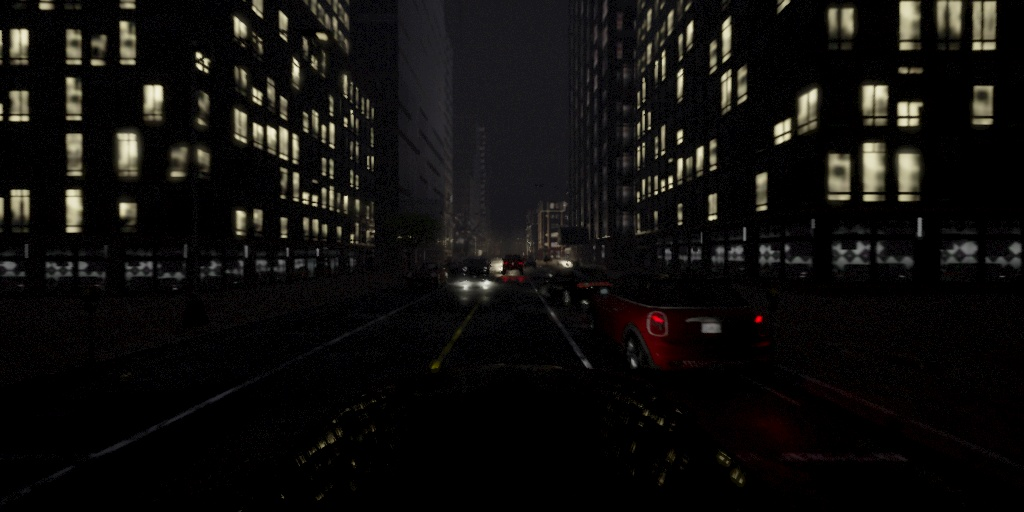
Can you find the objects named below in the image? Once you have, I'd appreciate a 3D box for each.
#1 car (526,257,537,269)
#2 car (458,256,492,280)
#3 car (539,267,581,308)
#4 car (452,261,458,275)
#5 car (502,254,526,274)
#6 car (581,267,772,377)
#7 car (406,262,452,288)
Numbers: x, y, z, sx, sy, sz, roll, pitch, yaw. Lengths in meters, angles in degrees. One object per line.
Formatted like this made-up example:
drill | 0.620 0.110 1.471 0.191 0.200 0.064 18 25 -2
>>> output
car | 2.559 1.132 50.607 2.007 1.370 4.403 0 0 0
car | -2.844 1.004 29.668 2.097 1.767 4.553 0 0 0
car | 2.713 1.180 15.081 1.882 1.535 5.008 0 0 -11
car | -5.319 1.188 33.930 2.007 1.370 4.403 0 0 0
car | 0.089 0.844 38.349 2.150 2.045 5.566 0 0 0
car | 2.988 1.082 7.497 2.097 1.767 4.553 0 0 0
car | -5.318 1.115 22.813 1.967 1.591 4.097 0 0 0
